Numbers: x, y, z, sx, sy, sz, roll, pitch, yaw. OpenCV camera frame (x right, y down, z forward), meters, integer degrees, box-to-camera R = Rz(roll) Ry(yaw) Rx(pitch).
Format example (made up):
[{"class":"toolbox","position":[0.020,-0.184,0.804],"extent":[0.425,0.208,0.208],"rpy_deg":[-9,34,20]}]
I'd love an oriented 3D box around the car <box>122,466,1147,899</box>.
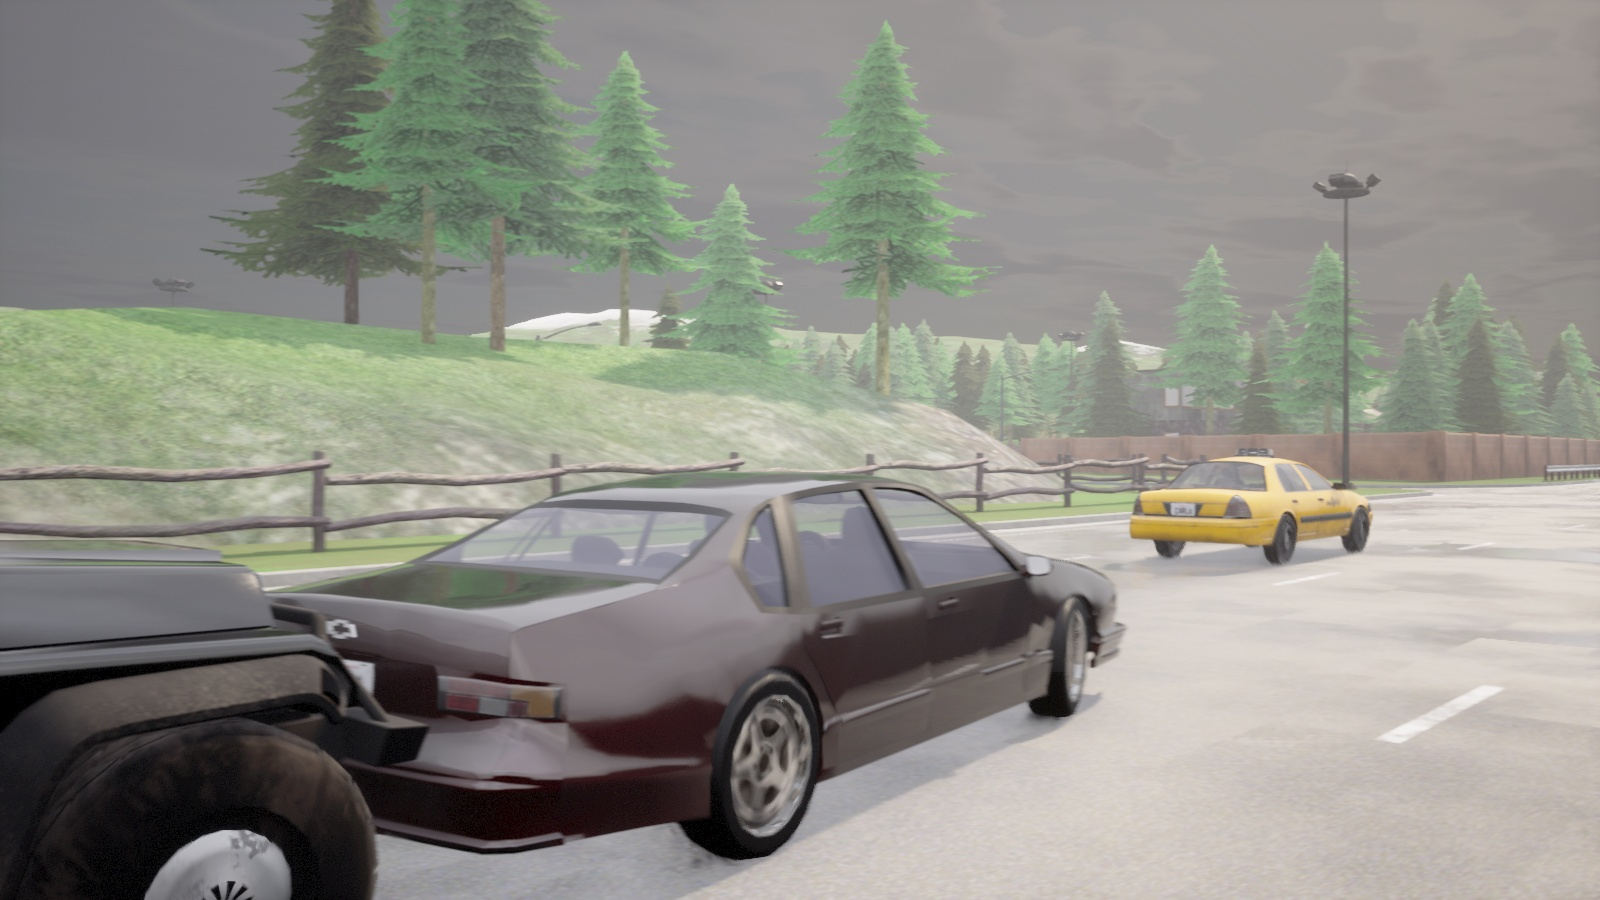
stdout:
[{"class":"car","position":[-0.135,0.808,6.235],"extent":[2.033,1.411,5.357],"rpy_deg":[0,0,33]}]

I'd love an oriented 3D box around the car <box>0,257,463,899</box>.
[{"class":"car","position":[-2.923,0.554,2.612],"extent":[1.905,1.878,3.866],"rpy_deg":[0,1,41]}]

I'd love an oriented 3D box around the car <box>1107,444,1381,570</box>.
[{"class":"car","position":[6.591,0.714,18.232],"extent":[1.801,1.575,5.366],"rpy_deg":[0,0,42]}]
